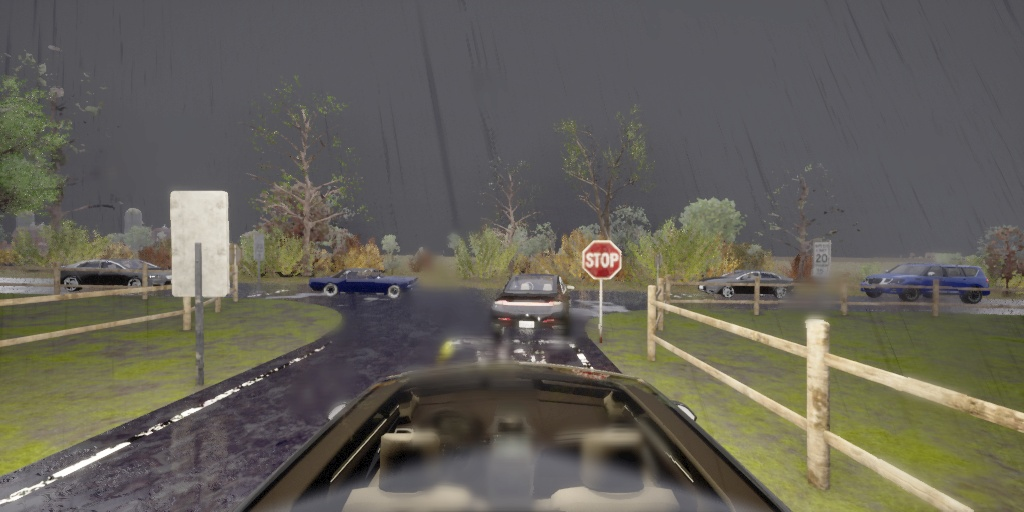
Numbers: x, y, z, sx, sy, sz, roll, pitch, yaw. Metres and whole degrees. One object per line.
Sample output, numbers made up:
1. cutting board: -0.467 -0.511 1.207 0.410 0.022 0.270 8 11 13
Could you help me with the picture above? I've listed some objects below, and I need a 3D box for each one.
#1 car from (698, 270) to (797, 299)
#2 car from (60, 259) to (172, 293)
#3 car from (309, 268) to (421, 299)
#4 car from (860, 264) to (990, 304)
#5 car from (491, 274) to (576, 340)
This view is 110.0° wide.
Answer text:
1. car: 13.003 1.525 19.975 4.902 1.511 2.128 1 1 0
2. car: -18.491 0.885 17.062 4.902 1.511 2.128 1 1 0
3. car: -6.823 1.248 17.047 4.718 1.301 1.895 1 1 0
4. car: 22.898 1.466 19.965 5.566 2.045 2.150 1 1 0
5. car: 0.706 1.240 10.016 2.128 1.511 4.902 0 0 9
